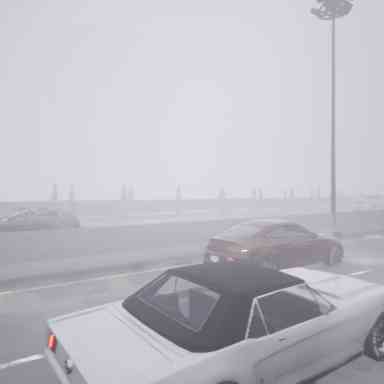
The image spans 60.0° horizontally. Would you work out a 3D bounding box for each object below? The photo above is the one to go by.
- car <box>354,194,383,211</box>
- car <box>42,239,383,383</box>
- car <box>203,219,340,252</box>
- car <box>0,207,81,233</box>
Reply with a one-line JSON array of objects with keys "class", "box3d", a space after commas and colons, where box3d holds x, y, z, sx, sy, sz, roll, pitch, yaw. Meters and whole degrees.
[{"class": "car", "box3d": [21.921, 1.211, 40.264, 5.566, 2.045, 2.150, 0, 0, -34]}, {"class": "car", "box3d": [0.786, 1.599, 4.270, 4.718, 1.301, 1.895, 0, 0, -35]}, {"class": "car", "box3d": [2.464, 1.521, 9.696, 4.674, 1.442, 1.812, 0, 0, -35]}, {"class": "car", "box3d": [-7.778, 1.479, 15.599, 4.902, 1.511, 2.128, 0, 0, -35]}]
